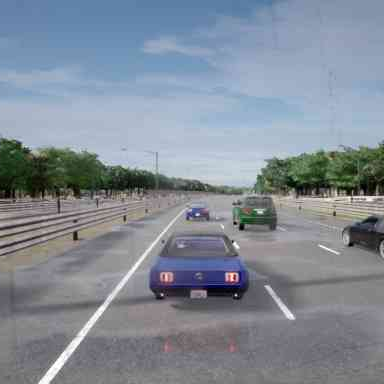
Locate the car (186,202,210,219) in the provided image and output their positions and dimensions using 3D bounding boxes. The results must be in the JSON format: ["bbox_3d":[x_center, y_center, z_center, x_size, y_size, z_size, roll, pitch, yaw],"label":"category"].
[{"bbox_3d":[0.484,1.526,27.252,1.812,1.442,4.674,0,0,1],"label":"car"}]

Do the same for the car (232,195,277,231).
[{"bbox_3d":[3.828,1.222,20.953,2.150,2.045,5.566,0,0,2],"label":"car"}]

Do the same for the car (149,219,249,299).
[{"bbox_3d":[0.148,1.600,8.369,1.895,1.301,4.718,0,0,0],"label":"car"}]

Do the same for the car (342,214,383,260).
[{"bbox_3d":[7.196,1.525,12.098,1.812,1.442,4.674,0,0,1],"label":"car"}]
